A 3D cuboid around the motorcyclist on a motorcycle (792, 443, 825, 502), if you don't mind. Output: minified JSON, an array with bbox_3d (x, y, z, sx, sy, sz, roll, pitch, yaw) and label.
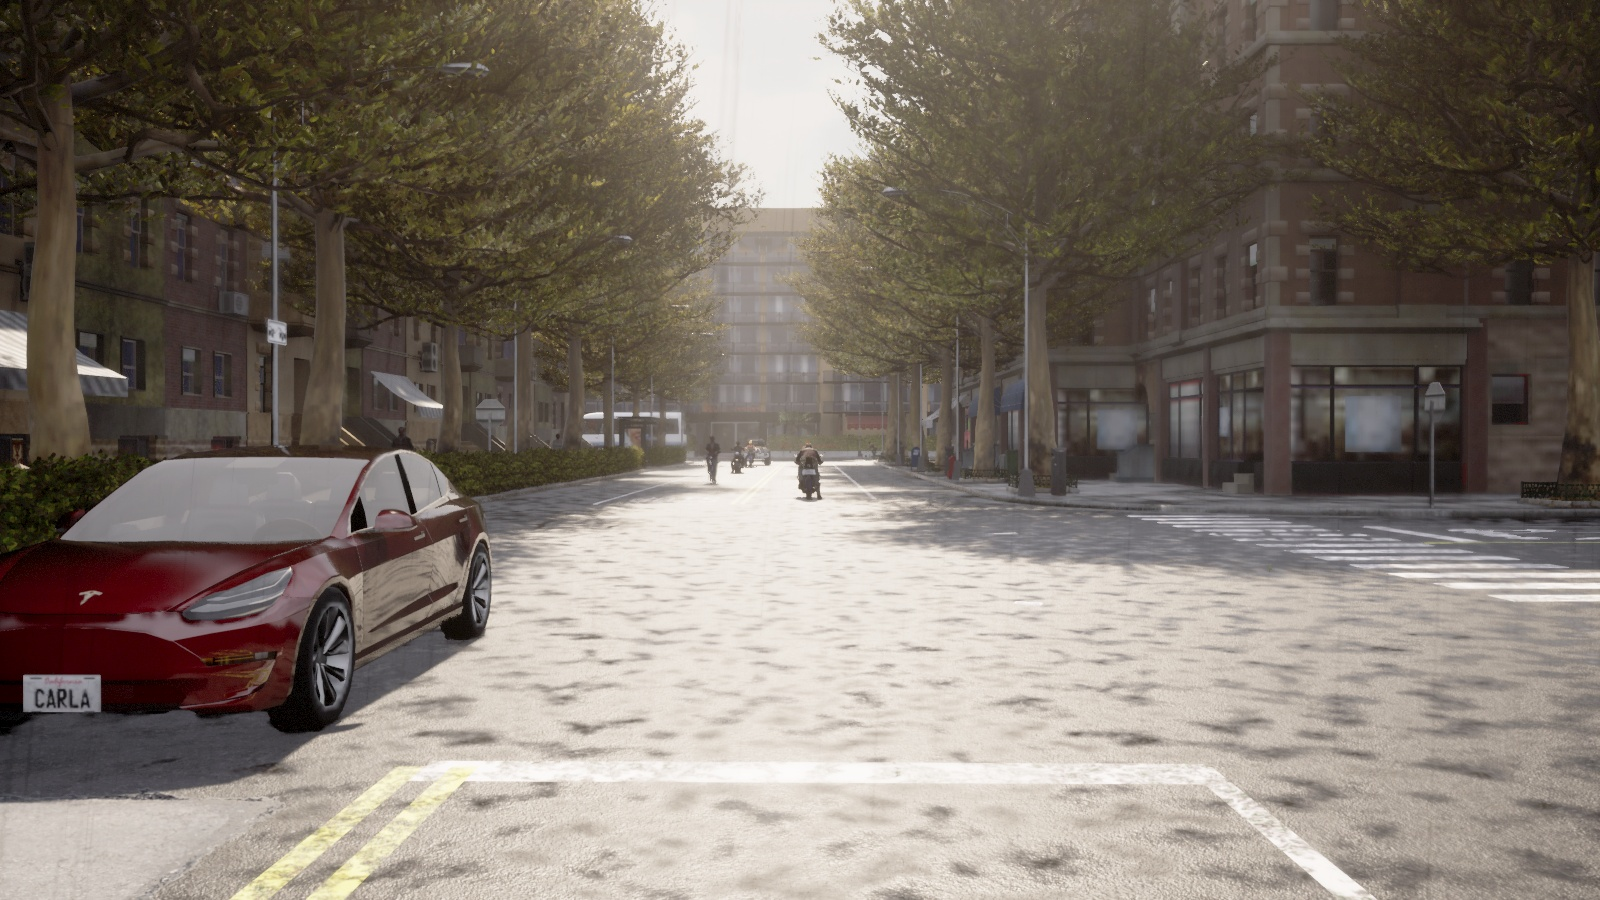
[{"bbox_3d":[0.237,0.590,33.880,0.866,1.530,2.191,0,0,0],"label":"motorcyclist on a motorcycle"}]

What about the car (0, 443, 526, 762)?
[{"bbox_3d":[-3.413,0.697,8.248,2.163,1.488,4.792,0,0,0],"label":"car"}]

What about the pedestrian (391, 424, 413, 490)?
[{"bbox_3d":[-11.341,0.192,35.763,0.376,1.854,0.720,0,0,2],"label":"pedestrian"}]

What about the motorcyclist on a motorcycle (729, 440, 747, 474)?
[{"bbox_3d":[-3.067,0.344,62.050,0.766,1.649,2.350,0,0,0],"label":"motorcyclist on a motorcycle"}]

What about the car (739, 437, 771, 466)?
[{"bbox_3d":[-2.978,0.087,83.655,1.932,1.855,4.605,0,1,0],"label":"car"}]
